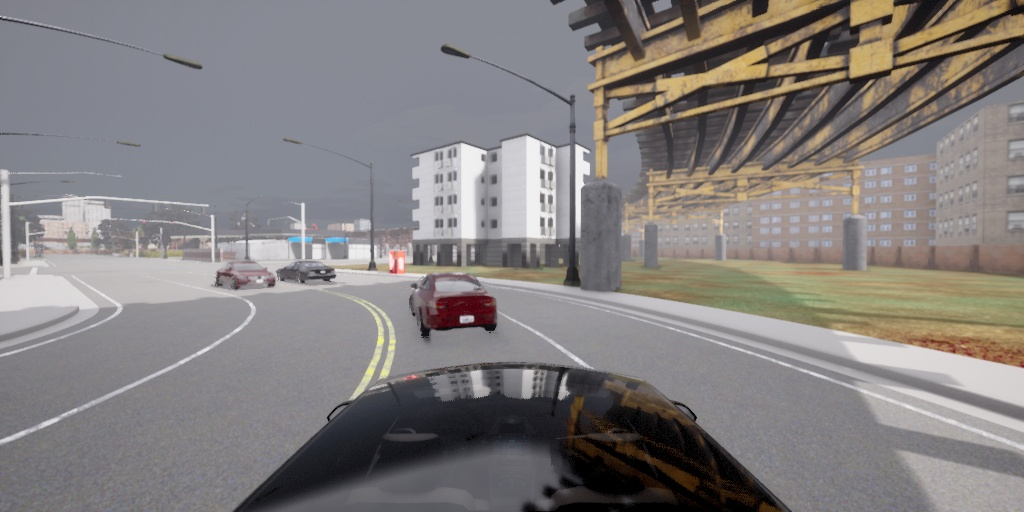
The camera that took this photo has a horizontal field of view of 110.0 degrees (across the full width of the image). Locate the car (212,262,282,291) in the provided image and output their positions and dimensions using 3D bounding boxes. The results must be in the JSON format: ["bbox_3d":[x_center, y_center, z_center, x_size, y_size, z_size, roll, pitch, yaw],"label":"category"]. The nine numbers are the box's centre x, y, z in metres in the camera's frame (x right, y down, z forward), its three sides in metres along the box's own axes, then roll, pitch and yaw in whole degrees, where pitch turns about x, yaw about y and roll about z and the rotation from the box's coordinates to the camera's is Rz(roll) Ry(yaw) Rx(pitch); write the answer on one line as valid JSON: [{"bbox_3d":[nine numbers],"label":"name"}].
[{"bbox_3d":[-15.033,1.042,20.106,4.674,1.442,1.812,1,1,37],"label":"car"}]

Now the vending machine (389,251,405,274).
[{"bbox_3d":[-9.516,0.580,29.697,0.880,2.100,1.100,0,0,37],"label":"vending machine"}]

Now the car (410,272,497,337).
[{"bbox_3d":[-1.741,1.167,9.919,1.812,1.442,4.674,0,1,-19],"label":"car"}]

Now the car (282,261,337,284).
[{"bbox_3d":[-13.631,1.016,23.602,5.357,1.411,2.033,1,1,38],"label":"car"}]
